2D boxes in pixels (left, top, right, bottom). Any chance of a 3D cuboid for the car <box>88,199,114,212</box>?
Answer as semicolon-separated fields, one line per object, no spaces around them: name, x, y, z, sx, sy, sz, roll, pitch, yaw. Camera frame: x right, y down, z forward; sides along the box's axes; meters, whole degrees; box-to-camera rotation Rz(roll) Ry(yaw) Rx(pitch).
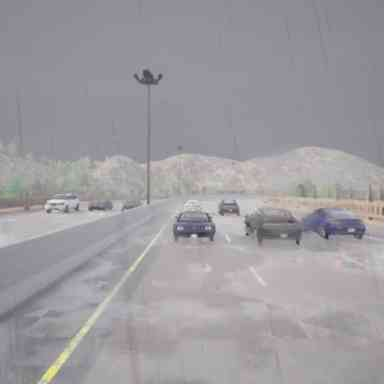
car;-10.605;1.553;39.077;2.033;1.411;5.357;0;0;0

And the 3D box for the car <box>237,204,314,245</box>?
car;3.596;1.494;15.455;2.128;1.511;4.902;0;0;0

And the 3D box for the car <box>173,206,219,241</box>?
car;0.095;1.603;16.601;1.895;1.301;4.718;0;0;0

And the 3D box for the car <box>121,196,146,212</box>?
car;-7.099;1.510;39.620;1.837;1.490;4.892;0;0;0

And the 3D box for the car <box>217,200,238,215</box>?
car;3.590;1.496;33.264;2.128;1.511;4.902;0;0;0

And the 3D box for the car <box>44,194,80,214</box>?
car;-14.107;1.226;36.568;2.150;2.045;5.566;0;0;0

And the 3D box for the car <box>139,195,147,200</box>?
car;-11.392;1.328;76.955;2.033;1.411;5.357;0;0;11

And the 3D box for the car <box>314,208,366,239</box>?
car;7.096;1.528;17.094;1.812;1.442;4.674;0;0;0

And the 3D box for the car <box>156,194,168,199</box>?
car;-7.052;1.187;80.082;1.882;1.535;5.008;0;0;14

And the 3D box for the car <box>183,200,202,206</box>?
car;0.076;1.530;34.447;1.812;1.442;4.674;0;0;0
